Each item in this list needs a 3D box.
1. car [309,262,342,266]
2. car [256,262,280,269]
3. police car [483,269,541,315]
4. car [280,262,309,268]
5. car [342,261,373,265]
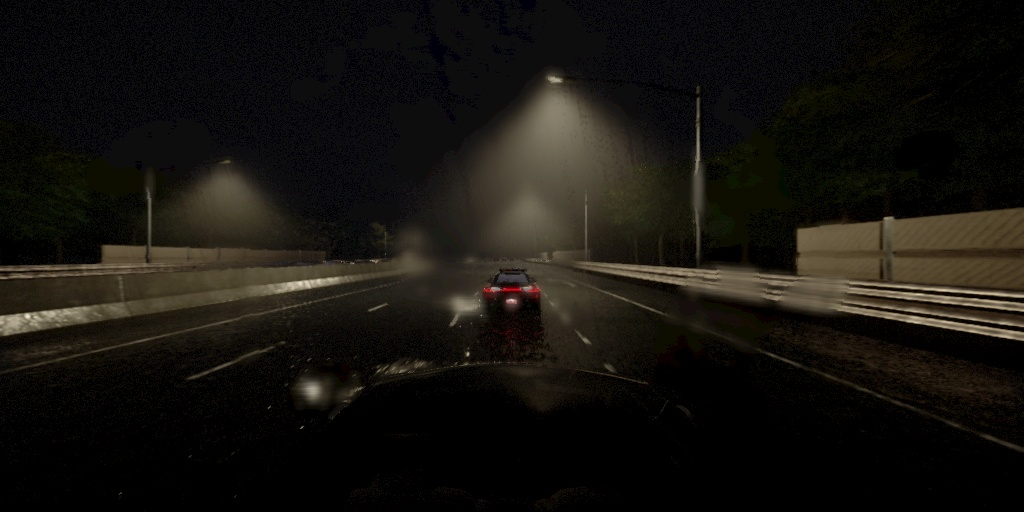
[{"bbox_3d":[-21.091,1.390,42.308,2.033,1.411,5.357,0,0,0],"label":"car"},{"bbox_3d":[-28.072,1.391,42.903,2.033,1.411,5.357,0,0,0],"label":"car"},{"bbox_3d":[0.009,1.289,13.769,2.038,1.542,4.974,0,0,0],"label":"police car"},{"bbox_3d":[-24.586,1.391,42.670,2.033,1.411,5.357,0,0,0],"label":"car"},{"bbox_3d":[-17.591,1.320,42.269,1.882,1.535,5.008,0,0,0],"label":"car"}]
